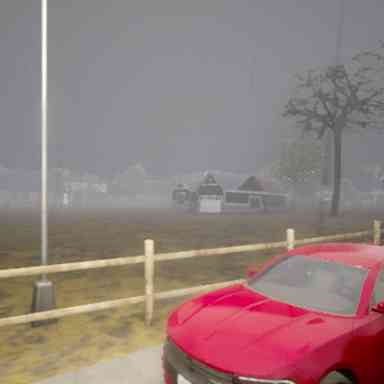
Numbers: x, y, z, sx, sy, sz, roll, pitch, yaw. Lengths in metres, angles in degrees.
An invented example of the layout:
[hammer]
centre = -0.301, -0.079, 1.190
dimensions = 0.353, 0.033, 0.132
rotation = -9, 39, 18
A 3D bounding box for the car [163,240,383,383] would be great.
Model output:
[car]
centre = 1.977, 1.486, 4.475
dimensions = 5.008, 1.535, 1.882
rotation = 0, 0, -36
